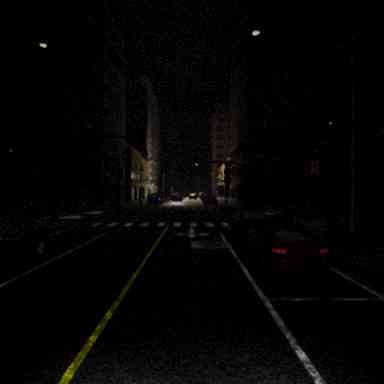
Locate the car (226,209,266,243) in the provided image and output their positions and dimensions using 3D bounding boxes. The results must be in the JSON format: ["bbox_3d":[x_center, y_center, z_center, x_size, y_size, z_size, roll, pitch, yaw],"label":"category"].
[{"bbox_3d":[2.658,1.483,15.503,2.008,1.369,4.403,0,0,0],"label":"car"}]

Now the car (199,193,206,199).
[{"bbox_3d":[2.958,1.028,95.506,1.967,1.590,4.097,0,0,0],"label":"car"}]

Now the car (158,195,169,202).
[{"bbox_3d":[-5.678,1.297,67.189,1.802,1.307,4.206,0,0,0],"label":"car"}]

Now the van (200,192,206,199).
[{"bbox_3d":[2.936,0.955,89.836,1.690,1.788,3.998,0,0,0],"label":"van"}]

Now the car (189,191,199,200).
[{"bbox_3d":[0.232,1.175,80.138,2.128,1.511,4.902,0,0,0],"label":"car"}]

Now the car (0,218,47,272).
[{"bbox_3d":[-5.864,1.507,9.899,2.008,1.369,4.403,0,0,0],"label":"car"}]

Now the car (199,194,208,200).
[{"bbox_3d":[2.914,1.191,84.168,2.008,1.369,4.403,0,0,0],"label":"car"}]

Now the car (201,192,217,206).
[{"bbox_3d":[2.782,1.226,50.152,1.967,1.590,4.097,0,0,0],"label":"car"}]

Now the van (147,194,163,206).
[{"bbox_3d":[-5.744,1.128,50.183,1.690,1.788,3.998,0,0,0],"label":"van"}]

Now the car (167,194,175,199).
[{"bbox_3d":[-5.590,1.159,89.860,1.887,1.381,4.507,0,0,0],"label":"car"}]

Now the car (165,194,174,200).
[{"bbox_3d":[-5.612,1.206,84.193,1.947,1.339,4.313,0,0,0],"label":"car"}]

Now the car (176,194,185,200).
[{"bbox_3d":[-2.772,1.256,79.401,1.895,1.301,4.718,0,0,0],"label":"car"}]

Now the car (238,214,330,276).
[{"bbox_3d":[2.662,1.538,9.910,1.802,1.307,4.206,0,0,0],"label":"car"}]

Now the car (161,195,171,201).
[{"bbox_3d":[-5.656,1.256,72.857,1.947,1.339,4.313,0,0,0],"label":"car"}]

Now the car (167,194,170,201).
[{"bbox_3d":[-5.699,1.305,61.520,1.947,1.339,4.313,0,0,0],"label":"car"}]

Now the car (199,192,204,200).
[{"bbox_3d":[2.826,1.179,61.490,1.967,1.590,4.097,0,0,0],"label":"car"}]

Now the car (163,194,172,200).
[{"bbox_3d":[-5.634,1.192,78.354,1.752,1.417,4.829,0,0,0],"label":"car"}]

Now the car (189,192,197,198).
[{"bbox_3d":[0.271,0.799,90.527,2.097,1.767,4.553,0,0,0],"label":"car"}]

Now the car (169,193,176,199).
[{"bbox_3d":[-5.568,1.132,95.362,1.752,1.417,4.829,0,0,0],"label":"car"}]

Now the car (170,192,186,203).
[{"bbox_3d":[-2.853,1.223,63.964,2.128,1.511,4.902,0,0,1],"label":"car"}]

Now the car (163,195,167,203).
[{"bbox_3d":[-5.722,1.203,55.851,1.967,1.590,4.097,0,0,0],"label":"car"}]
